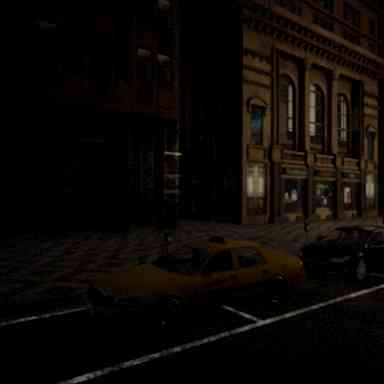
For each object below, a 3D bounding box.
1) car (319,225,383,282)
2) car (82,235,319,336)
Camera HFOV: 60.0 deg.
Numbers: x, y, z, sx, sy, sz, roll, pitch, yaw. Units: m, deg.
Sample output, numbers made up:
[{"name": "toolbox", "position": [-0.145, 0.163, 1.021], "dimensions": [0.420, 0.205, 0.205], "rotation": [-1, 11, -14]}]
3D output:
[{"name": "car", "position": [5.051, 1.706, 10.123], "dimensions": [4.403, 1.369, 2.008], "rotation": [1, -1, -35]}, {"name": "car", "position": [0.310, 1.608, 6.792], "dimensions": [4.829, 1.417, 1.752], "rotation": [1, -1, -35]}]
